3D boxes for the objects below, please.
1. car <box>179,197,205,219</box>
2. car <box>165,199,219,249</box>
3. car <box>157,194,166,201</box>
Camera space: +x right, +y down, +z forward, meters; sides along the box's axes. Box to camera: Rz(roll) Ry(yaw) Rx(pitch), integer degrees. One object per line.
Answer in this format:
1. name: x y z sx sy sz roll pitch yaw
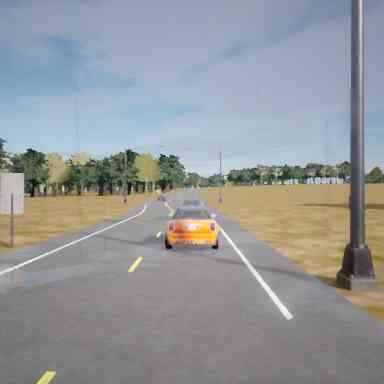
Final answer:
1. car: 0.000 1.372 29.623 2.097 1.767 4.553 0 0 0
2. car: 0.000 1.368 14.621 2.097 1.767 4.553 0 0 0
3. car: -7.001 1.338 76.580 1.837 1.490 4.892 0 1 0
